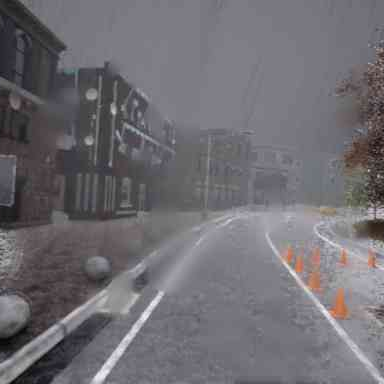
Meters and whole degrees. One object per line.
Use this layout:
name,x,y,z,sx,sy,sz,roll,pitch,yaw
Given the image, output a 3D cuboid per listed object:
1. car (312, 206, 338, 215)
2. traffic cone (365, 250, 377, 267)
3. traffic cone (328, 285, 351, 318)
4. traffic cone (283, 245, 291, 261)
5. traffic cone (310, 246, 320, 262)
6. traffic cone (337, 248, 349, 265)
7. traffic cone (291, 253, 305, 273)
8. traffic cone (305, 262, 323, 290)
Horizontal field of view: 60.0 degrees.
car,22.590,3.093,56.445,5.008,1.535,1.882,2,-1,-30
traffic cone,6.680,2.463,12.370,0.340,0.580,0.340,3,-1,7
traffic cone,3.008,2.199,6.762,0.340,0.580,0.340,3,-1,7
traffic cone,3.705,2.308,12.721,0.340,0.580,0.340,3,-1,7
traffic cone,4.697,2.359,12.604,0.340,0.580,0.340,3,-1,7
traffic cone,5.688,2.411,12.487,0.340,0.580,0.340,3,-1,7
traffic cone,3.473,2.271,10.735,0.340,0.580,0.340,3,-1,7
traffic cone,3.240,2.235,8.748,0.340,0.580,0.340,3,-1,7
